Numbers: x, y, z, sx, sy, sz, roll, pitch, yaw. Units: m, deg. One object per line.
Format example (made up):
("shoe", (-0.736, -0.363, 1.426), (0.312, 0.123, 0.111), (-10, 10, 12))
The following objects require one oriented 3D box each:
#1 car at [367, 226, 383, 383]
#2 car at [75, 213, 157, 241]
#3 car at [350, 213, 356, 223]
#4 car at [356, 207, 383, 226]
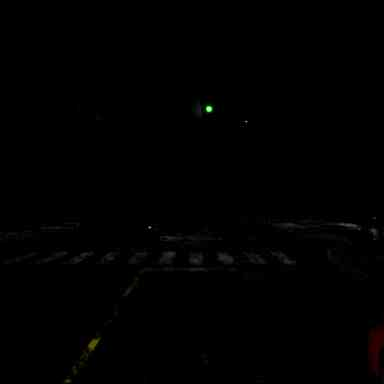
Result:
("car", (2.840, 1.334, 1.392), (2.192, 1.841, 5.009), (1, -1, 0))
("car", (-3.966, 1.827, 17.675), (4.181, 1.385, 1.994), (0, -1, 1))
("car", (15.246, 1.946, 27.187), (4.181, 1.385, 1.994), (0, -1, 1))
("car", (14.830, 1.828, 23.947), (4.674, 1.442, 1.812), (-1, -1, 1))
